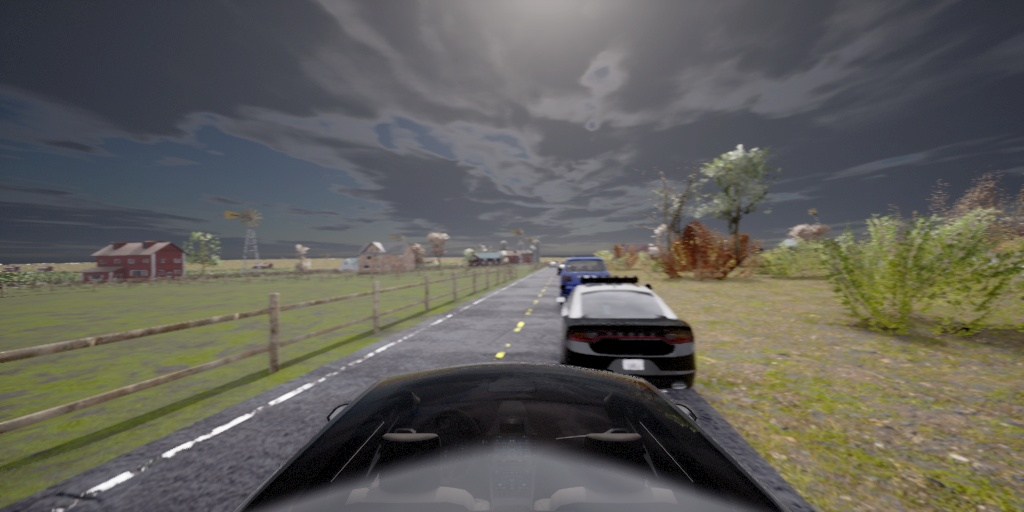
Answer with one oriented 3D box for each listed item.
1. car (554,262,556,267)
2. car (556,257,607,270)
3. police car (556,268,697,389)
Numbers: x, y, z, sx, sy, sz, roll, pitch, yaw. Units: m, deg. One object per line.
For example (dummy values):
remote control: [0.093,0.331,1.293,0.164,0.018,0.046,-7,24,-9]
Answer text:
car: [6.673,1.683,44.951,1.994,1.385,4.181,-1,-1,9]
car: [3.354,1.082,16.945,2.150,2.045,5.566,-1,-1,8]
police car: [1.916,1.202,7.128,1.930,1.638,5.238,-1,-1,8]
